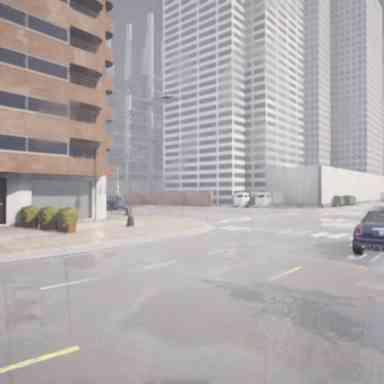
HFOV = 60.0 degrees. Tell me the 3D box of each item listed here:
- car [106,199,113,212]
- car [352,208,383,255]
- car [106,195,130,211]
[{"bbox_3d":[-12.248,1.816,41.080,4.718,1.301,1.895,0,0,40],"label":"car"},{"bbox_3d":[7.745,1.377,12.587,2.097,1.767,4.553,0,0,41],"label":"car"},{"bbox_3d":[-10.433,1.441,44.125,5.566,2.045,2.150,0,0,41],"label":"car"}]
